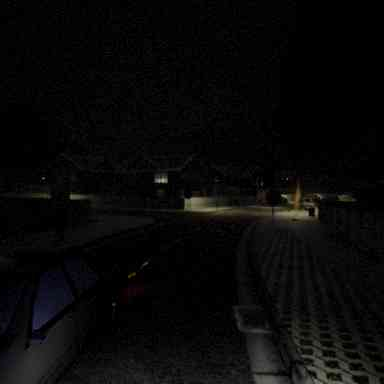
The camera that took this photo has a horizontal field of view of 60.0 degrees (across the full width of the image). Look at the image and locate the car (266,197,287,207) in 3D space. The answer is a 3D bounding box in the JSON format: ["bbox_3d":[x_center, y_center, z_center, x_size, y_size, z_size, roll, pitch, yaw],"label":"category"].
[{"bbox_3d":[12.943,1.399,50.779,1.882,1.535,5.008,0,0,35],"label":"car"}]

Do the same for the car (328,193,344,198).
[{"bbox_3d":[27.660,1.459,65.249,1.895,1.301,4.718,0,0,39],"label":"car"}]

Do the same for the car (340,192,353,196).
[{"bbox_3d":[33.893,1.041,73.065,2.150,2.045,5.566,0,0,39],"label":"car"}]

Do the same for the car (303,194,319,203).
[{"bbox_3d":[22.586,1.233,63.314,2.097,1.767,4.553,0,0,39],"label":"car"}]

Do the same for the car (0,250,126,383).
[{"bbox_3d":[-2.266,1.532,4.090,2.033,1.411,5.357,0,0,3],"label":"car"}]
